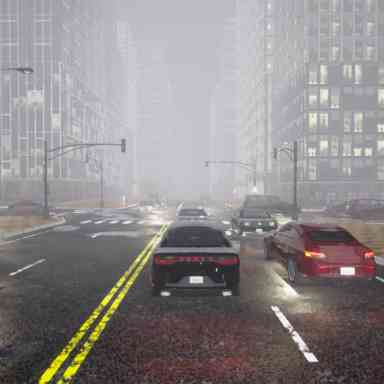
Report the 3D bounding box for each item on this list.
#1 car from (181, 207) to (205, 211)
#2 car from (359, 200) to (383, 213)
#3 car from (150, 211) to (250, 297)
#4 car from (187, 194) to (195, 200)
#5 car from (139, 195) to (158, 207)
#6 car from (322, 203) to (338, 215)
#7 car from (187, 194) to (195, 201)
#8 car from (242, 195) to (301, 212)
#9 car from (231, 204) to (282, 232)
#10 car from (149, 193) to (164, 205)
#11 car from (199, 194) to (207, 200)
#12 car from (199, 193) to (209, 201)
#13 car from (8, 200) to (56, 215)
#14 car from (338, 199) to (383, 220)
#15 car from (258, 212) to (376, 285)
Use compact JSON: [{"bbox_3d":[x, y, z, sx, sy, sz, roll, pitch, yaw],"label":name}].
[{"bbox_3d":[0.037,1.538,18.451,2.033,1.411,5.357,0,0,0],"label":"car"},{"bbox_3d":[21.685,1.643,37.563,4.829,1.417,1.752,1,0,1],"label":"car"},{"bbox_3d":[0.067,1.474,8.630,1.882,1.535,5.008,0,0,0],"label":"car"},{"bbox_3d":[-0.301,1.267,90.411,2.128,1.511,4.902,0,0,0],"label":"car"},{"bbox_3d":[-6.760,1.528,50.724,1.994,1.385,4.181,0,0,0],"label":"car"},{"bbox_3d":[16.182,1.637,35.047,4.674,1.442,1.812,1,1,1],"label":"car"},{"bbox_3d":[-0.266,1.396,79.994,1.882,1.535,5.008,0,0,0],"label":"car"},{"bbox_3d":[7.531,1.308,31.951,5.566,2.045,2.150,0,1,1],"label":"car"},{"bbox_3d":[3.288,1.591,18.514,1.895,1.301,4.718,0,0,0],"label":"car"},{"bbox_3d":[-6.775,1.175,59.757,2.150,2.045,5.566,0,0,0],"label":"car"},{"bbox_3d":[2.949,1.267,90.421,2.128,1.511,4.902,0,0,0],"label":"car"},{"bbox_3d":[2.984,1.143,80.033,2.150,2.045,5.566,0,0,0],"label":"car"},{"bbox_3d":[-15.500,1.441,32.363,4.181,1.385,1.994,1,1,-1],"label":"car"},{"bbox_3d":[16.104,1.519,29.258,5.009,1.841,2.192,1,0,1],"label":"car"},{"bbox_3d":[3.319,1.521,9.396,1.812,1.442,4.674,0,0,0],"label":"car"}]
